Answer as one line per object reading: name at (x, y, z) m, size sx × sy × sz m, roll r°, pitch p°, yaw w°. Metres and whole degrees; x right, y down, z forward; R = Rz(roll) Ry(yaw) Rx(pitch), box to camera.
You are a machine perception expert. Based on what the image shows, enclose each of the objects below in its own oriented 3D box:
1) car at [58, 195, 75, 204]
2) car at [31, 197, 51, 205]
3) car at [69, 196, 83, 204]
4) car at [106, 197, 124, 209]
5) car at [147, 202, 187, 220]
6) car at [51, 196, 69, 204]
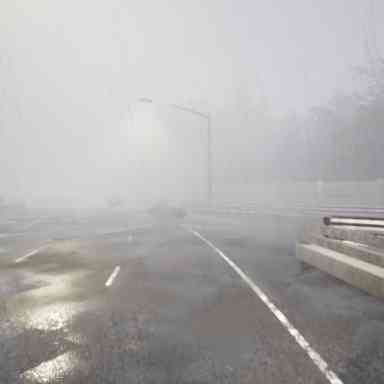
car at (-28.028, 1.667, 74.240) m, size 2.097 × 1.767 × 4.553 m, roll 0°, pitch 0°, yaw -43°
car at (-30.489, 1.698, 66.291) m, size 2.128 × 1.511 × 4.902 m, roll 0°, pitch 0°, yaw -41°
car at (-24.670, 1.633, 70.319) m, size 1.882 × 1.535 × 5.008 m, roll 0°, pitch 0°, yaw -41°
car at (-11.271, 1.476, 48.490) m, size 2.033 × 1.411 × 5.357 m, roll -16°, pitch 4°, yaw -22°
car at (-2.254, 1.593, 28.879) m, size 2.033 × 1.411 × 5.357 m, roll 0°, pitch 0°, yaw -26°
car at (-27.766, 1.697, 68.490) m, size 2.033 × 1.411 × 5.357 m, roll 0°, pitch 0°, yaw -41°
